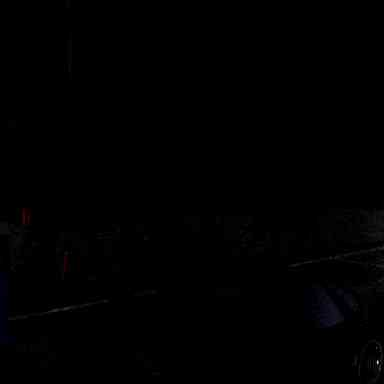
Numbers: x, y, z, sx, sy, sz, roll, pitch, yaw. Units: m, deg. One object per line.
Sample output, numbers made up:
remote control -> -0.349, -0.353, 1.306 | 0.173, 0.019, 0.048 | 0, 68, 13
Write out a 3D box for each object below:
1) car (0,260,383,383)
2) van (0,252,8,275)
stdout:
car -> 0.414, 1.563, 3.678 | 5.357, 1.411, 2.033 | 0, 0, -36
van -> -4.215, 1.331, 3.653 | 3.998, 1.788, 1.690 | 0, -1, -36
